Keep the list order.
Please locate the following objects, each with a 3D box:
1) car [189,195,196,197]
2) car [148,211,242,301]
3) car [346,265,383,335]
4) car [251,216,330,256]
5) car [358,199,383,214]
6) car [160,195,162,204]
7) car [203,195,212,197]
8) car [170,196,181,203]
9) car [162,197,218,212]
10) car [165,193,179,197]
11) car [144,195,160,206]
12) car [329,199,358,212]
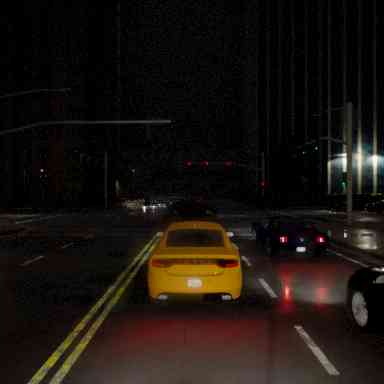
[{"bbox_3d":[0.186,1.366,80.118,1.994,1.385,4.181,0,0,0],"label":"car"},{"bbox_3d":[0.074,1.478,8.423,1.882,1.535,5.008,0,0,1],"label":"car"},{"bbox_3d":[3.609,1.505,3.912,1.837,1.490,4.892,0,0,0],"label":"car"},{"bbox_3d":[3.612,1.601,13.183,1.895,1.301,4.718,0,0,0],"label":"car"},{"bbox_3d":[20.928,1.491,35.407,4.902,1.511,2.128,0,0,-1],"label":"car"},{"bbox_3d":[-6.887,1.351,65.258,2.097,1.767,4.553,0,0,1],"label":"car"},{"bbox_3d":[3.684,1.428,79.570,1.837,1.490,4.892,0,0,0],"label":"car"},{"bbox_3d":[-3.350,1.563,68.376,1.994,1.385,4.181,0,0,1],"label":"car"},{"bbox_3d":[-0.063,1.477,31.542,5.008,1.535,1.882,0,0,0],"label":"car"},{"bbox_3d":[-3.435,1.221,59.017,2.150,2.045,5.566,0,0,0],"label":"car"},{"bbox_3d":[-6.957,1.504,56.071,1.837,1.490,4.892,0,0,0],"label":"car"},{"bbox_3d":[19.011,1.547,38.890,5.357,1.411,2.033,0,0,0],"label":"car"}]
